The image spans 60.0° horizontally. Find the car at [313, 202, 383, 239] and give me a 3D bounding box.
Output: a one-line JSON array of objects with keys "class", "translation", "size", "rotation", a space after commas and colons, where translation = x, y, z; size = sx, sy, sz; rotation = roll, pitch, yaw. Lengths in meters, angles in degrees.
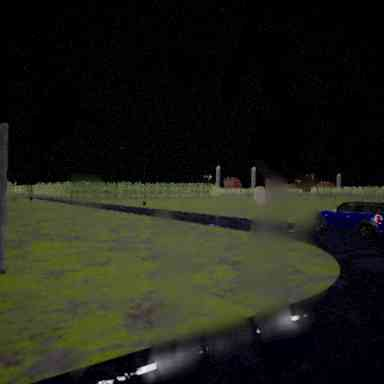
[{"class": "car", "translation": [8.290, 1.259, 16.878], "size": [2.097, 1.767, 4.553], "rotation": [1, 0, -19]}]
